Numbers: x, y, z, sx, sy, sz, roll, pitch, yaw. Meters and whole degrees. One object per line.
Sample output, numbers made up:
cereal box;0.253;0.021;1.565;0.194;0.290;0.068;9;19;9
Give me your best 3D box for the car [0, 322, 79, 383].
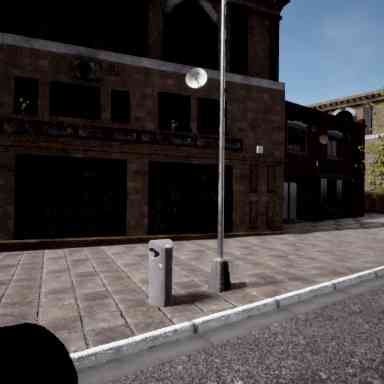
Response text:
car;-2.897;1.477;1.035;5.008;1.535;1.882;0;0;-36
